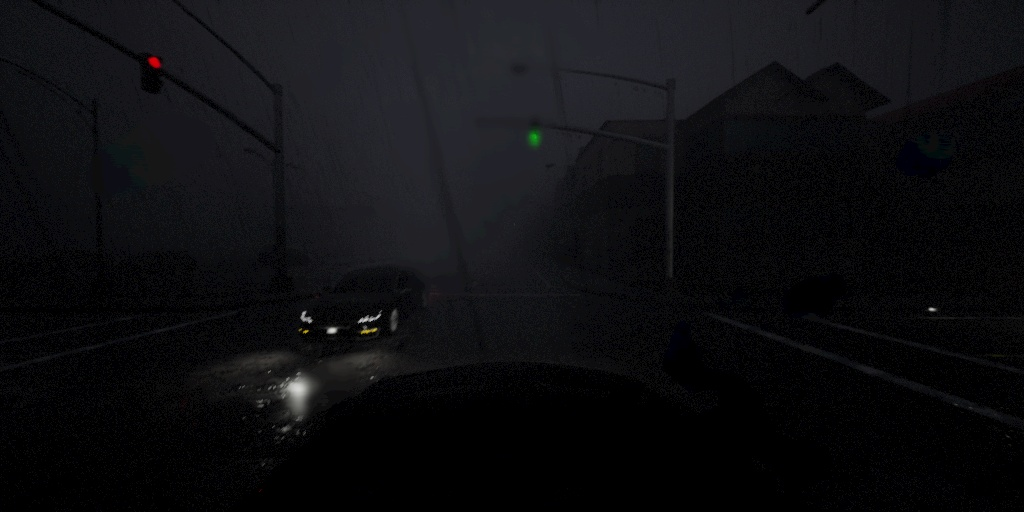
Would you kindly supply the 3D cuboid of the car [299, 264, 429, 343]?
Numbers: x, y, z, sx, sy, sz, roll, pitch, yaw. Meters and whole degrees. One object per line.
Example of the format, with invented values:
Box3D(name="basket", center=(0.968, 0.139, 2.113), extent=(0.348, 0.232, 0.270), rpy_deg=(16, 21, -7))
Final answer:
Box3D(name="car", center=(-3.502, 1.038, 9.382), extent=(1.837, 1.490, 4.892), rpy_deg=(0, 4, 0))
